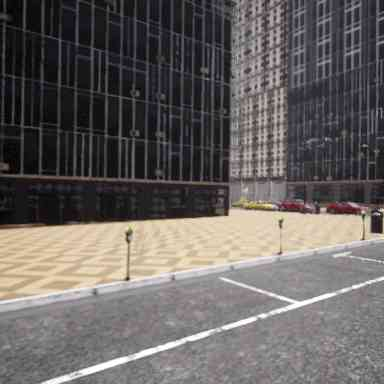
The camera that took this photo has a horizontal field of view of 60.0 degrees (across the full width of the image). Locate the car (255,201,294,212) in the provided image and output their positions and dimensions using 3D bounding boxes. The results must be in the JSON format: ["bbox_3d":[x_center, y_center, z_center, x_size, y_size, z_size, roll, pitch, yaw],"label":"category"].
[{"bbox_3d":[10.489,1.804,42.506,1.895,1.301,4.718,1,-1,-35],"label":"car"}]

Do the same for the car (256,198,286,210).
[{"bbox_3d":[11.949,1.790,50.340,1.967,1.590,4.097,0,-1,-35],"label":"car"}]

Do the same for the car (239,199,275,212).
[{"bbox_3d":[8.433,1.681,40.743,1.752,1.417,4.829,0,-1,-35],"label":"car"}]

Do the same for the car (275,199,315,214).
[{"bbox_3d":[11.591,1.543,36.225,1.967,1.590,4.097,0,-1,-35],"label":"car"}]

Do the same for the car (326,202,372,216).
[{"bbox_3d":[14.847,1.630,31.564,1.802,1.307,4.206,0,-1,-35],"label":"car"}]

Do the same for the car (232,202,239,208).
[{"bbox_3d":[8.596,1.931,55.137,1.752,1.417,4.829,0,-1,-35],"label":"car"}]
